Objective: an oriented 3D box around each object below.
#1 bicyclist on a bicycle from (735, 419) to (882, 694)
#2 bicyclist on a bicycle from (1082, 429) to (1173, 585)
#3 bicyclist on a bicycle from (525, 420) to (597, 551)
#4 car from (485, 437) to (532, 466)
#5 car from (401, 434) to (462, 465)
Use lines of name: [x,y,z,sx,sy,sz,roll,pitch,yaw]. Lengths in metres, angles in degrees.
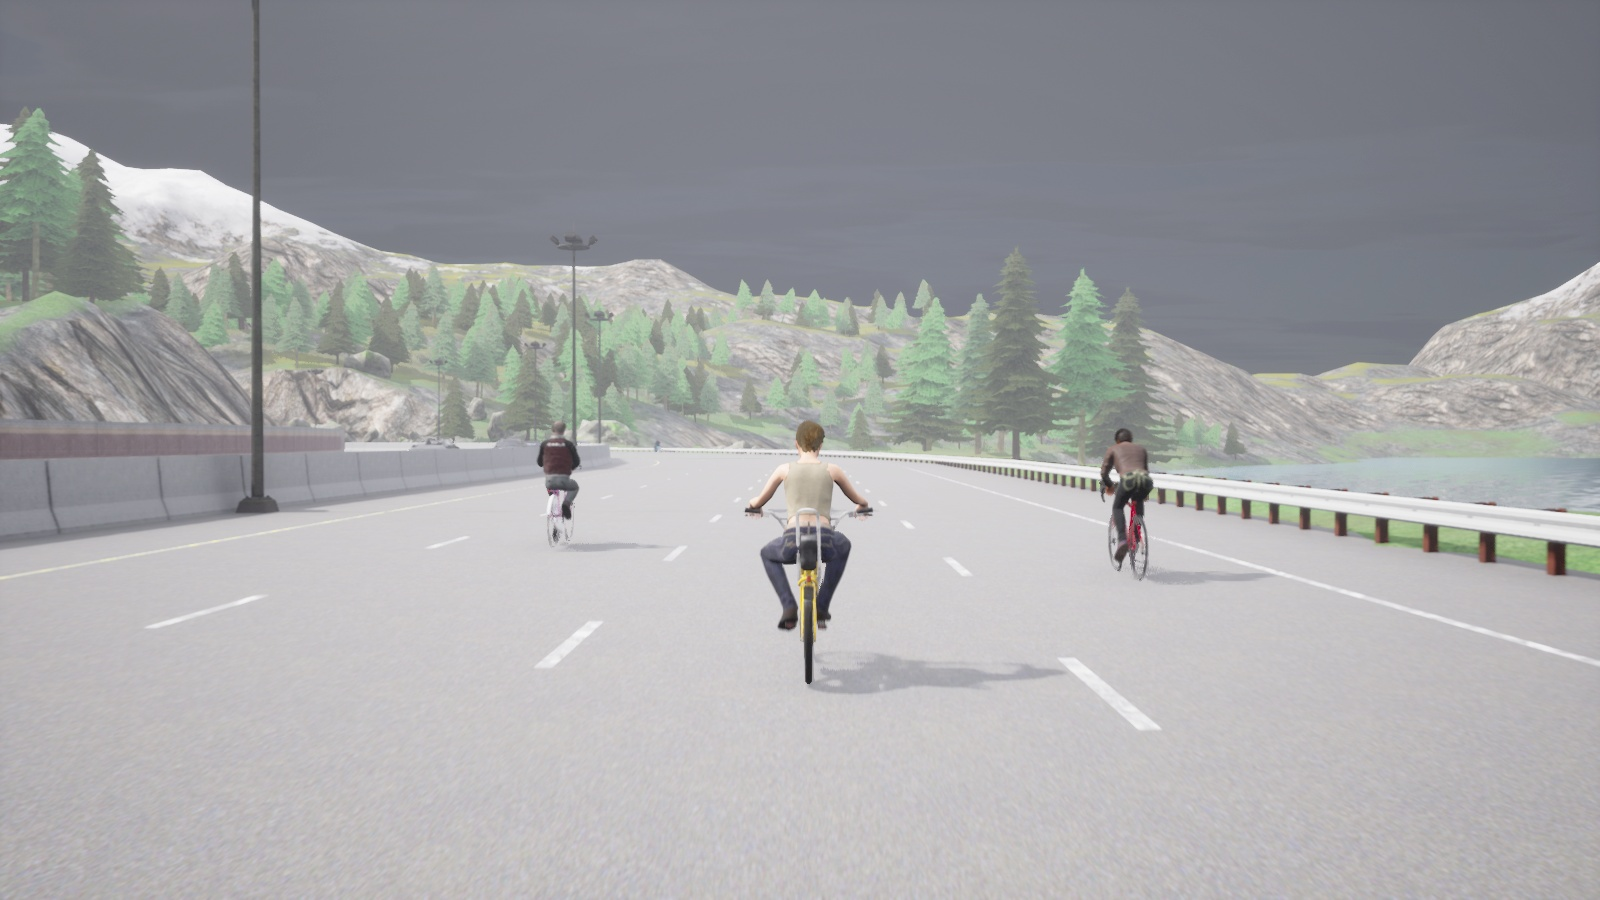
bicyclist on a bicycle: [0.057,0.619,8.128,0.866,1.612,1.509,0,0,1]
bicyclist on a bicycle: [3.594,0.593,13.894,0.582,1.620,1.656,0,0,0]
bicyclist on a bicycle: [-3.384,0.474,17.937,0.659,1.776,1.843,0,1,0]
car: [-17.459,0.074,75.390,2.033,1.649,4.856,0,1,-4]
car: [-20.723,-0.045,70.896,2.152,1.651,5.027,0,0,-2]
